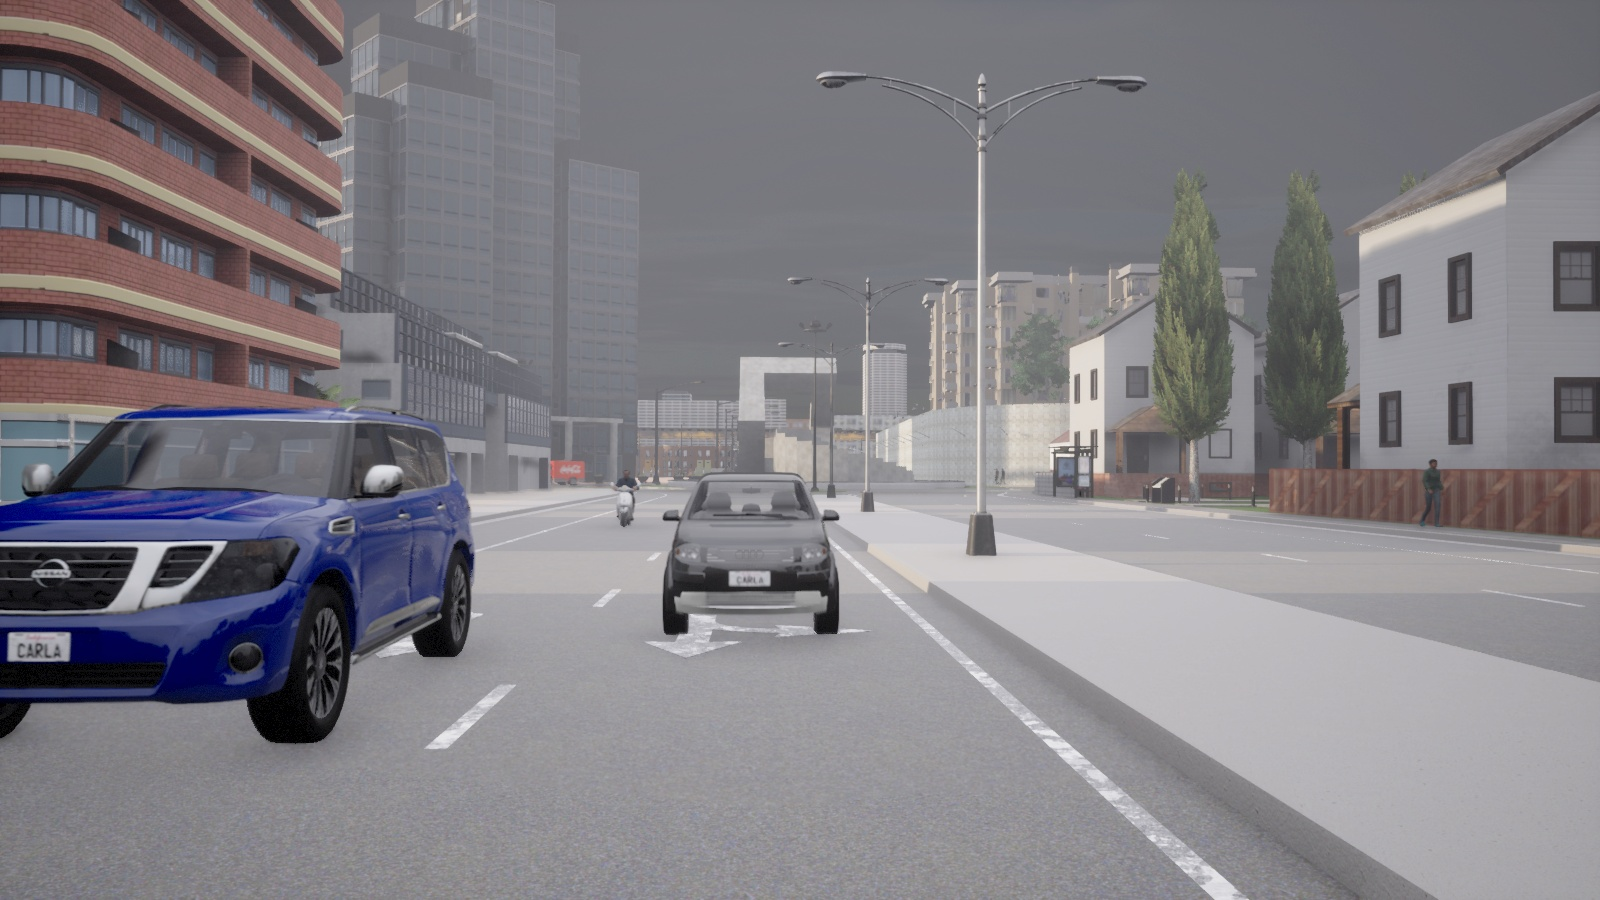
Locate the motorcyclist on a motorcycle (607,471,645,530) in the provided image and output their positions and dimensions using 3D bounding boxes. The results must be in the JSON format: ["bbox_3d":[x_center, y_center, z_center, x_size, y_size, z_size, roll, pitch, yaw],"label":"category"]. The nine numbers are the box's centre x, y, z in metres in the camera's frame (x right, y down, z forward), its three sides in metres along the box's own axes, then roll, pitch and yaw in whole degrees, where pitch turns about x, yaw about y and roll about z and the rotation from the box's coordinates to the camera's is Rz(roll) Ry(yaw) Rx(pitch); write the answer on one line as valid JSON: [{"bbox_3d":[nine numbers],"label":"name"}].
[{"bbox_3d":[-4.828,1.372,34.891,0.866,1.590,1.817,0,-1,-2],"label":"motorcyclist on a motorcycle"}]

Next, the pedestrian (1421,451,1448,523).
[{"bbox_3d":[16.447,0.949,32.558,0.353,1.847,0.614,0,-1,-2],"label":"pedestrian"}]

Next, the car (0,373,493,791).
[{"bbox_3d":[-3.843,0.700,8.942,2.150,2.045,5.566,0,-1,-2],"label":"car"}]

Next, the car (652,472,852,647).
[{"bbox_3d":[-0.498,1.014,13.122,1.789,1.549,3.705,0,-1,-2],"label":"car"}]
